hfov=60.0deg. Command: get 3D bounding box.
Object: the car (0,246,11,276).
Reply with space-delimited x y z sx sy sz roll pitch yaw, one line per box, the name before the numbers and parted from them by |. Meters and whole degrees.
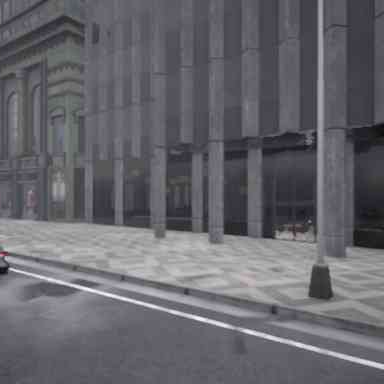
car | -6.901 1.586 8.816 5.357 1.411 2.033 0 0 36
